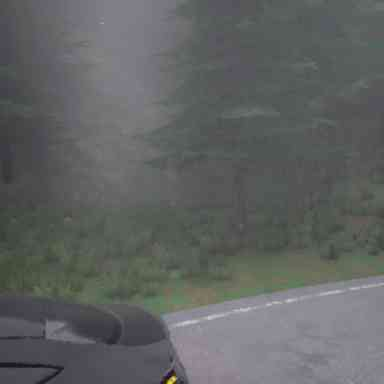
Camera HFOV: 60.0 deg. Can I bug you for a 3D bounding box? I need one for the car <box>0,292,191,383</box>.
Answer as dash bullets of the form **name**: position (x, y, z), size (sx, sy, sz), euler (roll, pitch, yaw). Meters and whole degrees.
- **car**: position (-2.174, 1.470, 1.855), size (4.674, 1.442, 1.812), euler (-1, 1, -35)
